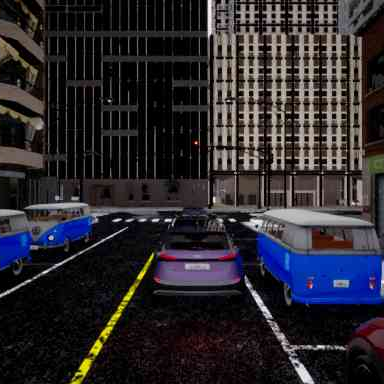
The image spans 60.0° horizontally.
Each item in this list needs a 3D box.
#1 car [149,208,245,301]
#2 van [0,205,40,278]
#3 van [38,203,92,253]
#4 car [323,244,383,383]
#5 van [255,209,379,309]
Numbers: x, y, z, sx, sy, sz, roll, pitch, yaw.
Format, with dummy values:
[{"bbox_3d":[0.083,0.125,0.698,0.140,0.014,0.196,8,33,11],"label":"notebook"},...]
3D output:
[{"bbox_3d":[0.105,1.432,8.343,2.033,1.649,4.856,0,0,0],"label":"car"},{"bbox_3d":[-5.306,1.343,7.585,1.690,1.788,3.998,0,0,0],"label":"van"},{"bbox_3d":[-5.303,1.345,13.274,1.690,1.788,3.998,0,0,0],"label":"van"},{"bbox_3d":[2.570,1.440,1.895,1.967,1.590,4.097,0,0,0],"label":"car"},{"bbox_3d":[2.574,1.343,7.586,1.690,1.788,3.998,0,0,0],"label":"van"}]
